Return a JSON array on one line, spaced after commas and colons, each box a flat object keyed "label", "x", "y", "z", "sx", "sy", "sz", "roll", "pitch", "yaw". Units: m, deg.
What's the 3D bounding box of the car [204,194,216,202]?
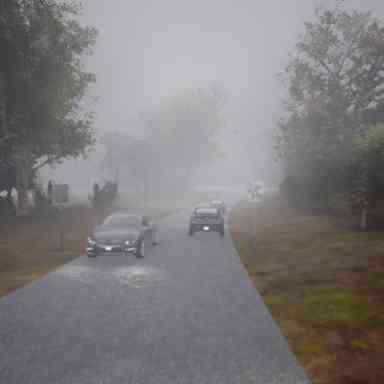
[{"label": "car", "x": 3.125, "y": 1.080, "z": 54.611, "sx": 1.895, "sy": 1.301, "sz": 4.718, "roll": 1, "pitch": 3, "yaw": 12}]

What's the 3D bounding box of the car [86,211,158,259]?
[{"label": "car", "x": -2.462, "y": 1.517, "z": 12.761, "sx": 1.837, "sy": 1.490, "sz": 4.892, "roll": 0, "pitch": 0, "yaw": 3}]

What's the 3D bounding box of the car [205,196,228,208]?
[{"label": "car", "x": 2.905, "y": 1.538, "z": 37.101, "sx": 1.812, "sy": 1.442, "sz": 4.674, "roll": 0, "pitch": 1, "yaw": 8}]

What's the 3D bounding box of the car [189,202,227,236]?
[{"label": "car", "x": 0.880, "y": 1.566, "z": 18.909, "sx": 1.837, "sy": 1.490, "sz": 4.892, "roll": 0, "pitch": 0, "yaw": 4}]
